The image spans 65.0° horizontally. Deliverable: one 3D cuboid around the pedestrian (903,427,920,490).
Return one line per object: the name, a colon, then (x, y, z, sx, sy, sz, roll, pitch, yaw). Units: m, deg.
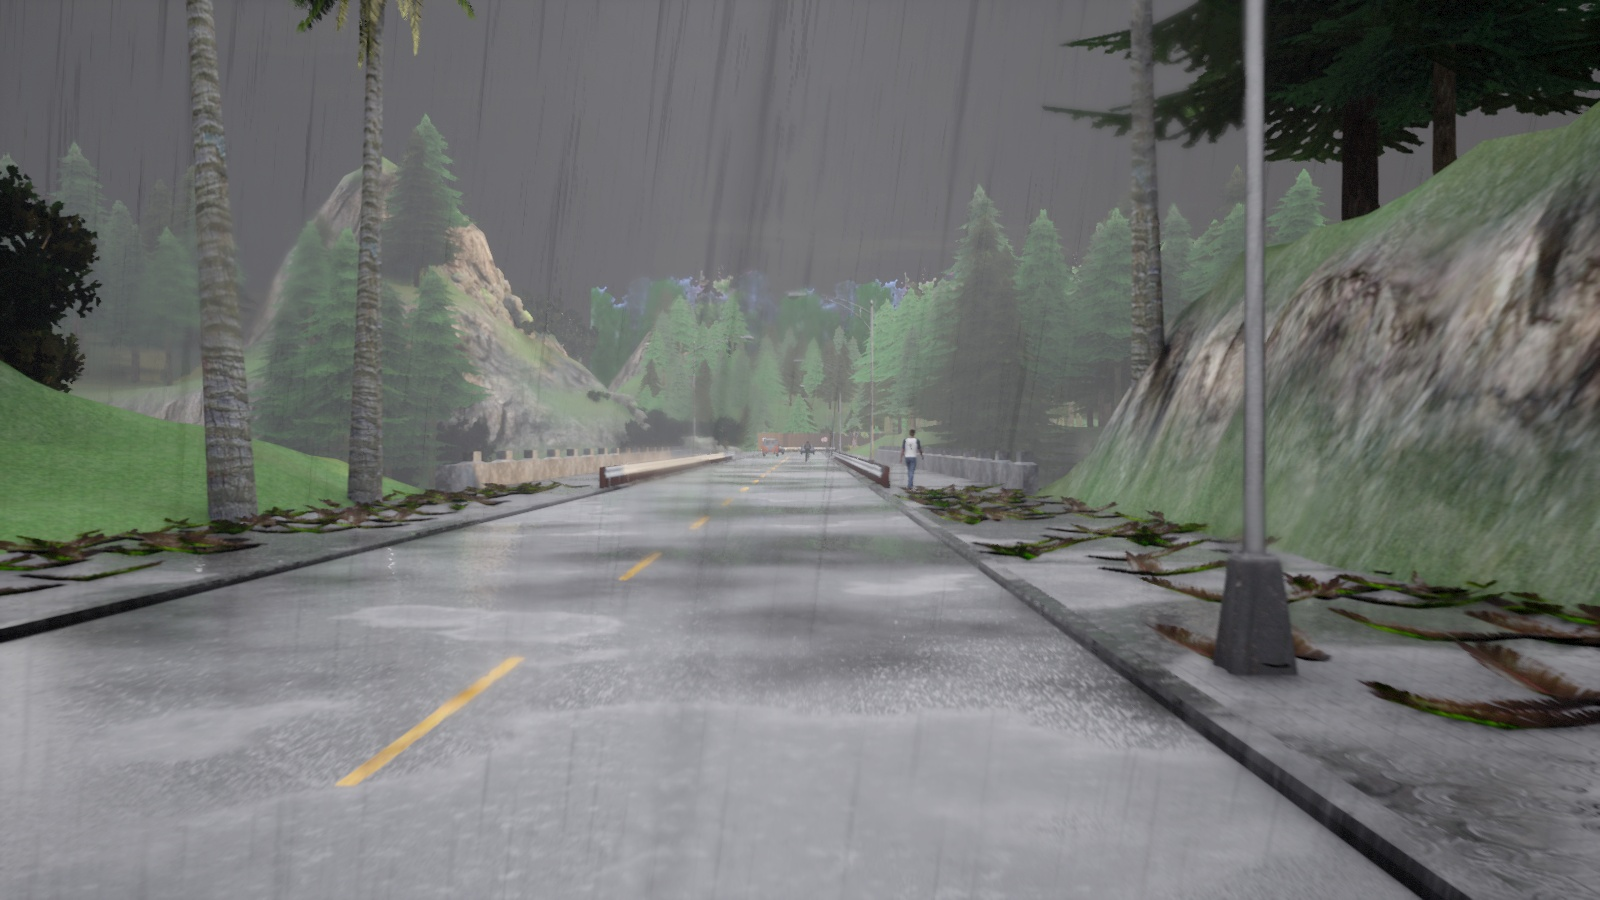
pedestrian: (3.282, 0.250, 36.974, 0.354, 1.836, 0.706, 0, 0, 19)
